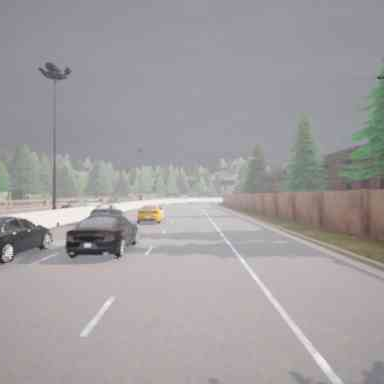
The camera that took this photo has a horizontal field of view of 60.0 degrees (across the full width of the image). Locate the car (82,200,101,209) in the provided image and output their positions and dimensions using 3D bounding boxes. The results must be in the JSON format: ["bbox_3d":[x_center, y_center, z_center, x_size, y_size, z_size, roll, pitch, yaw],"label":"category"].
[{"bbox_3d":[-17.536,2.201,58.146,1.812,1.442,4.674,0,-1,1],"label":"car"}]

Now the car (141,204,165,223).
[{"bbox_3d":[-3.448,1.810,28.538,1.882,1.535,5.008,0,0,1],"label":"car"}]

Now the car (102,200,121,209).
[{"bbox_3d":[-14.039,2.169,58.333,2.128,1.511,4.902,0,-1,1],"label":"car"}]

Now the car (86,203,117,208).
[{"bbox_3d":[-6.959,1.810,27.351,2.128,1.511,4.902,0,-1,1],"label":"car"}]

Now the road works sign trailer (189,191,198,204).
[{"bbox_3d":[0.567,1.515,90.524,2.380,3.560,2.880,0,-1,10],"label":"road works sign trailer"}]

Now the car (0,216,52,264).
[{"bbox_3d":[-6.958,1.651,12.382,1.837,1.490,4.892,0,0,1],"label":"car"}]

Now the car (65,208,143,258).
[{"bbox_3d":[-3.448,1.636,13.540,1.882,1.535,5.008,0,0,1],"label":"car"}]
